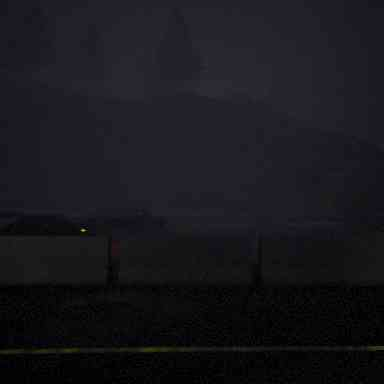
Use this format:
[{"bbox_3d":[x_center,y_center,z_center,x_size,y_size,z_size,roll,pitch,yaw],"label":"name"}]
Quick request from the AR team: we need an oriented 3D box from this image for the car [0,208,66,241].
[{"bbox_3d":[-8.937,1.572,16.529,4.674,1.442,1.812,0,0,-5],"label":"car"}]

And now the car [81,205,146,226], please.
[{"bbox_3d":[-5.502,1.669,23.784,4.181,1.385,1.994,0,0,-3],"label":"car"}]

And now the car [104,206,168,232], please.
[{"bbox_3d":[-3.854,1.696,20.415,4.718,1.301,1.895,0,0,-3],"label":"car"}]

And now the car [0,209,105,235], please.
[{"bbox_3d":[-6.152,1.568,13.255,4.674,1.442,1.812,0,0,-4],"label":"car"}]
